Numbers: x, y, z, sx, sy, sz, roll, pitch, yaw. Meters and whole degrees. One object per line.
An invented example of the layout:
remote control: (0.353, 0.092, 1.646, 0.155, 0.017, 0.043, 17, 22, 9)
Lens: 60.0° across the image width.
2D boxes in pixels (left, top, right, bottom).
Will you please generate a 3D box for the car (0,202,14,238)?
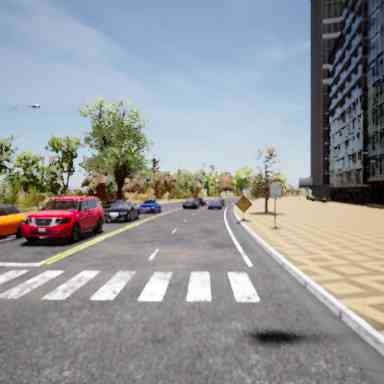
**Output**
car: (-9.486, 1.373, 14.958, 2.097, 1.767, 4.553, 0, 0, 4)

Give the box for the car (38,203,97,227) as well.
car: (-8.925, 1.588, 24.411, 2.033, 1.411, 5.357, 0, 0, 4)

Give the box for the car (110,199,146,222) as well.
car: (-5.501, 1.540, 26.584, 2.128, 1.511, 4.902, 0, 0, 4)

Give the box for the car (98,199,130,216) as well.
car: (-8.033, 1.568, 34.787, 1.837, 1.490, 4.892, 0, 0, 6)

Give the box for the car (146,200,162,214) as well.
car: (-4.558, 1.597, 36.820, 1.812, 1.442, 4.674, 0, 0, 6)

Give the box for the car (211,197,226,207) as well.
car: (4.604, 1.617, 56.390, 2.128, 1.511, 4.902, 0, 0, 10)

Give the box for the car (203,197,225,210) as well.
car: (3.193, 1.648, 45.962, 2.033, 1.411, 5.357, 0, 0, 8)

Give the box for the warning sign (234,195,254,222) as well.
warning sign: (3.743, 1.168, 24.097, 1.300, 1.860, 1.060, 0, 0, 4)

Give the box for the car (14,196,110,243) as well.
car: (-6.121, 1.249, 16.624, 2.150, 2.045, 5.566, 0, 0, 3)

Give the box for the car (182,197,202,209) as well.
car: (-0.129, 1.661, 46.448, 1.994, 1.385, 4.181, 0, 0, 8)

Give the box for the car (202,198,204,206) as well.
car: (1.293, 1.646, 56.282, 1.812, 1.442, 4.674, 0, 0, 10)
